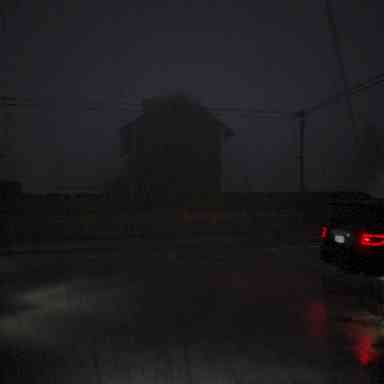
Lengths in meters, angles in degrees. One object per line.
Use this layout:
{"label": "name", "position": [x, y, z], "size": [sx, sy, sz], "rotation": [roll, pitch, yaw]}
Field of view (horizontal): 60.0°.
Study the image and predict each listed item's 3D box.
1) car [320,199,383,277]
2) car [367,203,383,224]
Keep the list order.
{"label": "car", "position": [6.111, 1.212, 8.672], "size": [5.566, 2.045, 2.150], "rotation": [0, -1, -16]}
{"label": "car", "position": [14.743, 1.559, 23.692], "size": [1.994, 1.385, 4.181], "rotation": [0, 0, -8]}
